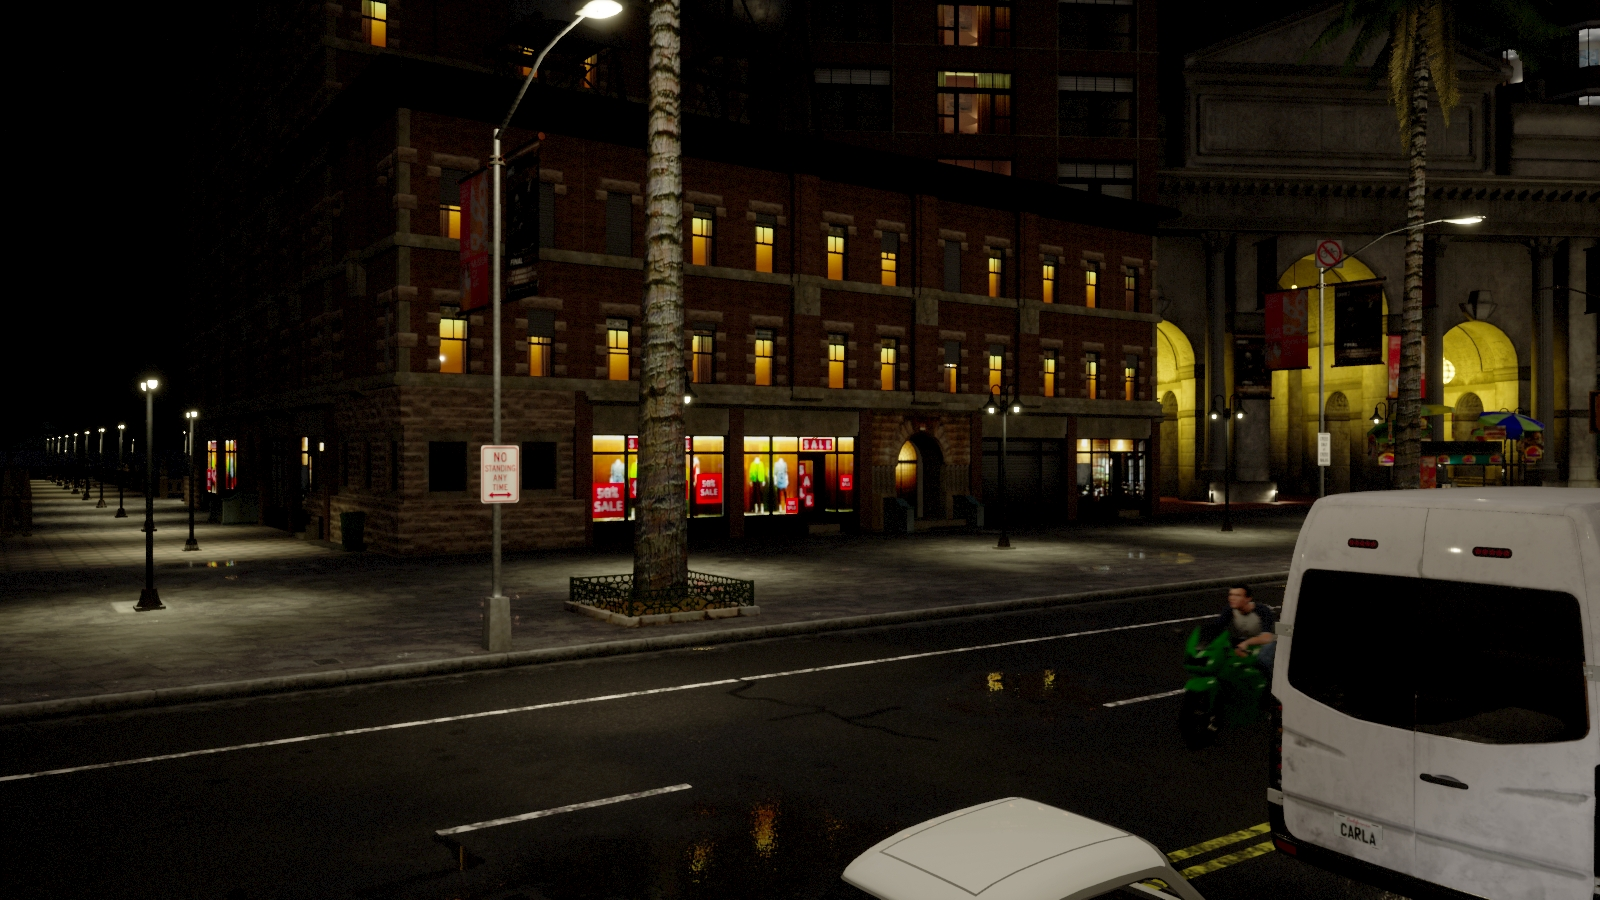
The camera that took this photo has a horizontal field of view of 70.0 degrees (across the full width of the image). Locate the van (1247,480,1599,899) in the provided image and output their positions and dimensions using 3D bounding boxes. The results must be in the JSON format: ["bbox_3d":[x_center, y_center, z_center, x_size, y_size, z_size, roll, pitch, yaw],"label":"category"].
[{"bbox_3d":[5.722,1.534,7.821,5.915,2.561,1.988,0,0,-35],"label":"van"}]

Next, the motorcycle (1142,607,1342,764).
[{"bbox_3d":[4.296,2.213,11.056,2.033,1.145,0.803,0,0,-35],"label":"motorcycle"}]

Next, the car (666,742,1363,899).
[{"bbox_3d":[0.827,2.120,4.347,2.207,1.376,1.481,0,0,-35],"label":"car"}]
